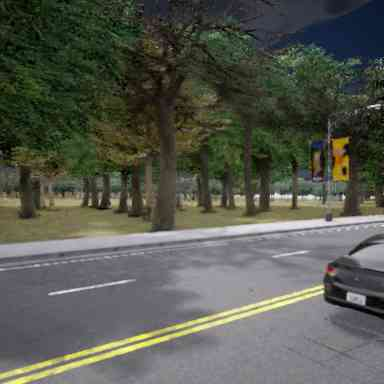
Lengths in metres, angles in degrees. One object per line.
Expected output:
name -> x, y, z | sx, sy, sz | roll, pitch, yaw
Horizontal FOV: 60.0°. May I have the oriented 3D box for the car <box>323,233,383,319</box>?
car -> 4.489, 1.534, 6.639 | 4.674, 1.442, 1.812 | 0, 0, -36
